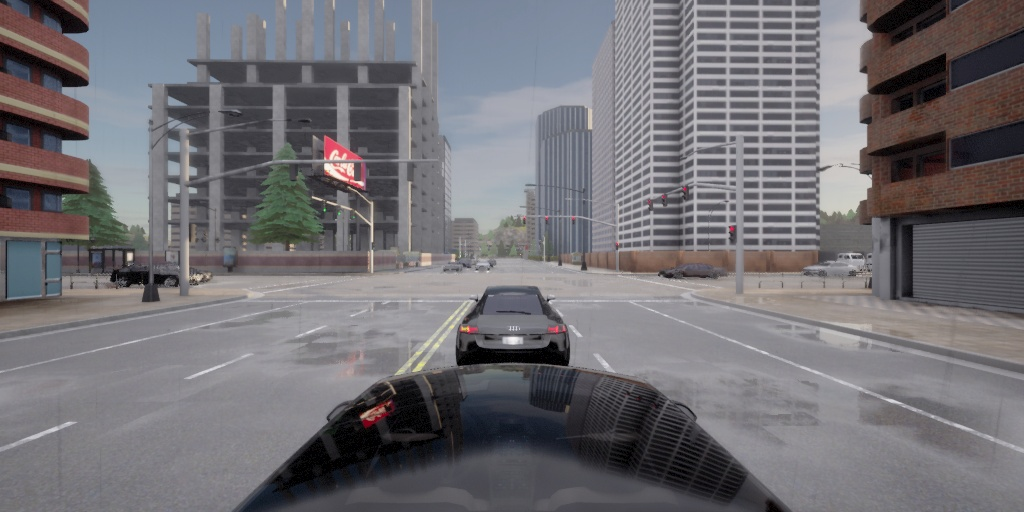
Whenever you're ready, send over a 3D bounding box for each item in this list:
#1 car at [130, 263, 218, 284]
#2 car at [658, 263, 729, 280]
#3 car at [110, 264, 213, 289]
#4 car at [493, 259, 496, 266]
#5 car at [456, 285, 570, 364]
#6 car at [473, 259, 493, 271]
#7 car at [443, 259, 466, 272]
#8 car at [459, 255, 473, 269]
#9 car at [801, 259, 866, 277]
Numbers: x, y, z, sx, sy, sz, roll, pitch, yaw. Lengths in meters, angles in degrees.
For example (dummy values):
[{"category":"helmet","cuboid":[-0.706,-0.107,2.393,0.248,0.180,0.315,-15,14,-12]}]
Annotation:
[{"category":"car","cuboid":[-24.692,1.276,26.288,4.674,1.442,1.812,0,0,-1]},{"category":"car","cuboid":[15.405,1.297,30.564,5.357,1.411,2.033,0,0,-1]},{"category":"car","cuboid":[-22.407,1.240,22.800,4.902,1.511,2.128,0,0,-1]},{"category":"car","cuboid":[-4.130,1.351,60.774,1.895,1.301,4.718,0,0,-1]},{"category":"car","cuboid":[0.011,1.314,7.709,1.994,1.385,4.181,0,0,0]},{"category":"car","cuboid":[-4.035,1.276,49.991,1.812,1.442,4.674,0,0,-1]},{"category":"car","cuboid":[-7.524,1.351,45.839,1.895,1.301,4.718,0,0,0]},{"category":"car","cuboid":[-7.598,1.102,56.038,2.097,1.767,4.553,0,0,0]},{"category":"car","cuboid":[30.391,1.275,34.265,4.674,1.442,1.812,0,0,-1]}]
